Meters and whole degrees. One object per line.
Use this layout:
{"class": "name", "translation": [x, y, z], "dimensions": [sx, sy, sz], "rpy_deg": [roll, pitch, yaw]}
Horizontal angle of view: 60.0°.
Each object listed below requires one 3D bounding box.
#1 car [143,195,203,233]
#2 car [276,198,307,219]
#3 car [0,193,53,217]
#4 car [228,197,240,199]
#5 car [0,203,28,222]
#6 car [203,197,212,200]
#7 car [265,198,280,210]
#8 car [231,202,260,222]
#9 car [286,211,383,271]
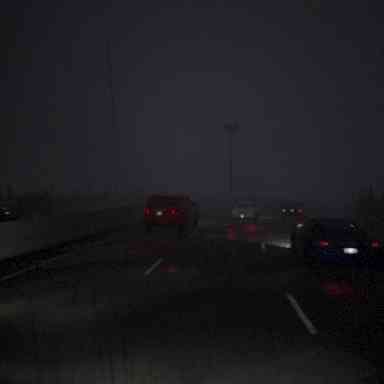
{"class": "car", "translation": [-1.072, 1.172, 19.505], "dimensions": [2.150, 2.045, 5.566], "rpy_deg": [0, 0, 12]}
{"class": "car", "translation": [8.633, 1.497, 28.159], "dimensions": [2.033, 1.411, 5.357], "rpy_deg": [0, 0, 20]}
{"class": "car", "translation": [-13.786, 1.127, 27.117], "dimensions": [2.150, 2.045, 5.566], "rpy_deg": [0, 0, 15]}
{"class": "car", "translation": [7.144, 1.464, 56.181], "dimensions": [1.994, 1.385, 4.181], "rpy_deg": [0, 0, 34]}
{"class": "car", "translation": [-9.385, 1.424, 13.771], "dimensions": [1.882, 1.535, 5.008], "rpy_deg": [0, 0, 9]}
{"class": "car", "translation": [1.767, 1.472, 54.333], "dimensions": [1.895, 1.301, 4.718], "rpy_deg": [0, 0, 32]}
{"class": "car", "translation": [10.563, 1.468, 41.190], "dimensions": [2.033, 1.411, 5.357], "rpy_deg": [0, 0, 28]}
{"class": "car", "translation": [4.197, 1.472, 25.672], "dimensions": [1.812, 1.442, 4.674], "rpy_deg": [0, 0, 16]}
{"class": "car", "translation": [4.534, 1.547, 10.950], "dimensions": [1.994, 1.385, 4.181], "rpy_deg": [0, 0, 7]}
